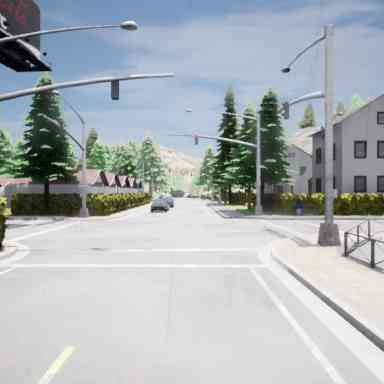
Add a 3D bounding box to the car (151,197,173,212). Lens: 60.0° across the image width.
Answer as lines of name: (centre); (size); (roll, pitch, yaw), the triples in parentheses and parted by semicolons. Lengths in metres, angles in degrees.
car: (-3.623, 1.546, 38.459); (2.033, 1.411, 5.357); (0, 0, 0)
